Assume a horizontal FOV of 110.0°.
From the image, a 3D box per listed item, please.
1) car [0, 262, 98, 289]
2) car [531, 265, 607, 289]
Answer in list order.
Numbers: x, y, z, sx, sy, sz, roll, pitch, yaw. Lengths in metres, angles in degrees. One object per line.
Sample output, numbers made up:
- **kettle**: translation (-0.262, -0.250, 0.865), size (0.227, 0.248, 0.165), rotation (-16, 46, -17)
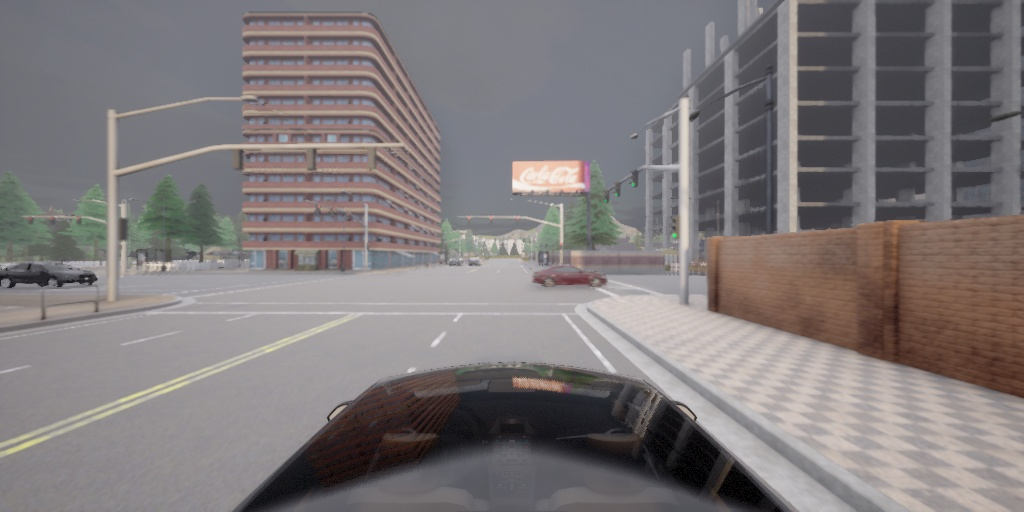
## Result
- **car**: translation (-29.135, 1.149, 22.531), size (4.892, 1.490, 1.837), rotation (0, 0, 0)
- **car**: translation (3.535, 1.266, 22.350), size (4.674, 1.442, 1.812), rotation (0, 0, 0)
